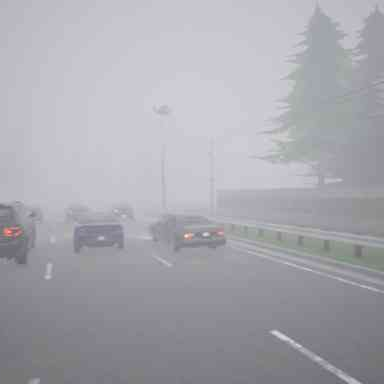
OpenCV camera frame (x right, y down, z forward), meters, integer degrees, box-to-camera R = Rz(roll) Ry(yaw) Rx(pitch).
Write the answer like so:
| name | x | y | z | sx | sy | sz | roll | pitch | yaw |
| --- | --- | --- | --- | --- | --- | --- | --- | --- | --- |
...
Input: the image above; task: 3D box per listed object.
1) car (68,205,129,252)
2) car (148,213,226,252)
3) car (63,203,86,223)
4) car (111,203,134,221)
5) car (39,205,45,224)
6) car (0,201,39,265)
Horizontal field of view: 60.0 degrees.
| name | x | y | z | sx | sy | sz | roll | pitch | yaw |
| --- | --- | --- | --- | --- | --- | --- | --- | --- | --- |
| car | -4.296 | 1.588 | 14.745 | 1.882 | 1.535 | 5.008 | 0 | 0 | -21 |
| car | -0.422 | 1.619 | 14.451 | 2.033 | 1.411 | 5.357 | 0 | 0 | -22 |
| car | -9.654 | 1.733 | 27.951 | 1.837 | 1.490 | 4.892 | 0 | 0 | -23 |
| car | -6.401 | 1.708 | 29.261 | 1.837 | 1.490 | 4.892 | 0 | 0 | -22 |
| car | -12.926 | 1.744 | 26.640 | 2.128 | 1.511 | 4.902 | 0 | 0 | -23 |
| car | -6.932 | 1.347 | 11.865 | 2.150 | 2.045 | 5.566 | 0 | 0 | -21 |
